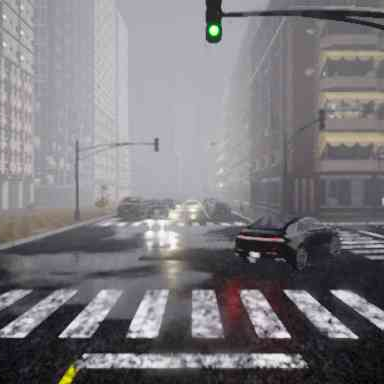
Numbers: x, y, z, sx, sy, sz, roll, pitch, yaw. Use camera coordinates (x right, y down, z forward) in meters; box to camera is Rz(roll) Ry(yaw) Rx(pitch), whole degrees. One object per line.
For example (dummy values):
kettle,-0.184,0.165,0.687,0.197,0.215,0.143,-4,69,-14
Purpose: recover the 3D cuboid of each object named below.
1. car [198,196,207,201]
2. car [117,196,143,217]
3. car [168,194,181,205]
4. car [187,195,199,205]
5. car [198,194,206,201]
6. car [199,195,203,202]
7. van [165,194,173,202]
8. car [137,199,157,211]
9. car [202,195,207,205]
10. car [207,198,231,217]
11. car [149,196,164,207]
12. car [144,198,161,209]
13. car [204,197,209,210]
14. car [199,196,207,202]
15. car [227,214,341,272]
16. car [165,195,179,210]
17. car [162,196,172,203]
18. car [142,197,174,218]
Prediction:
car,2.708,1.698,86.849,2.008,1.369,4.403,0,0,0
car,-5.688,1.353,31.577,2.192,1.841,5.009,0,0,0
car,-2.994,1.585,62.478,2.128,1.511,4.902,0,0,0
car,0.015,1.692,61.905,1.895,1.301,4.718,0,0,0
car,2.707,1.476,92.378,2.192,1.841,5.009,0,0,0
car,2.700,1.651,59.212,1.947,1.339,4.313,0,0,0
van,-5.675,1.475,81.326,1.690,1.788,3.998,0,0,0
car,-5.684,1.599,42.631,1.887,1.381,4.507,0,0,0
car,2.695,1.494,42.629,1.967,1.590,4.097,0,0,0
car,2.693,1.583,31.573,1.887,1.381,4.507,0,0,0
car,-5.682,1.514,53.687,1.967,1.590,4.097,0,0,0
car,-5.683,1.630,48.159,1.947,1.339,4.313,0,0,0
car,2.694,1.590,37.101,1.887,1.381,4.507,0,0,0
car,2.707,1.678,81.322,1.887,1.381,4.507,0,0,0
car,3.321,1.495,11.008,2.128,1.511,4.902,-1,-1,41
car,-3.066,1.532,42.679,1.882,1.535,5.008,0,0,0
car,-5.675,1.666,75.797,1.887,1.381,4.507,0,0,0
car,-3.094,1.529,31.062,2.128,1.511,4.902,0,0,-2
